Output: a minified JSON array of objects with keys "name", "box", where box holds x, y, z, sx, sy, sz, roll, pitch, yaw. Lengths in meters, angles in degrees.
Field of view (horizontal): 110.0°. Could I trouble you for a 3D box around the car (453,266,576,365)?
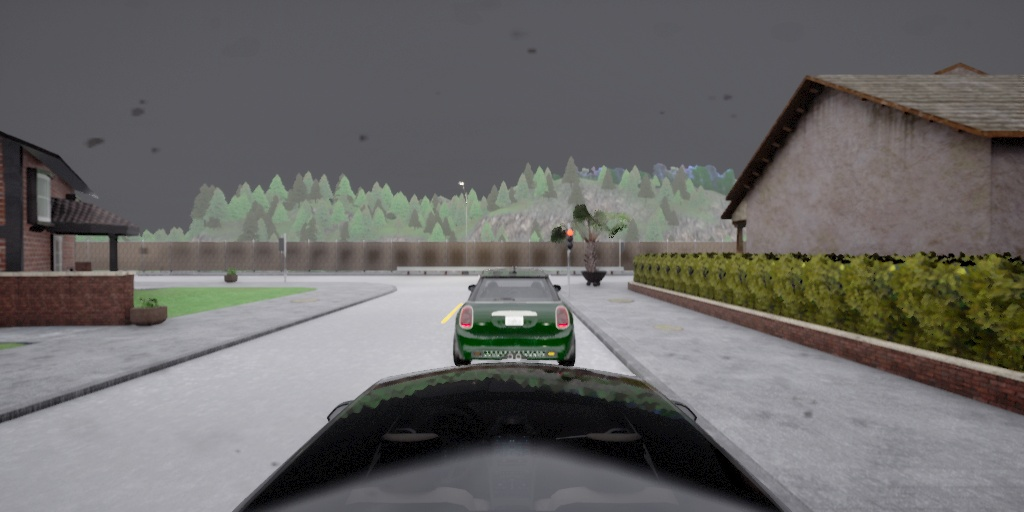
[{"name":"car","box":[0.057,1.055,7.948,2.097,1.767,4.553,0,0,0]}]
